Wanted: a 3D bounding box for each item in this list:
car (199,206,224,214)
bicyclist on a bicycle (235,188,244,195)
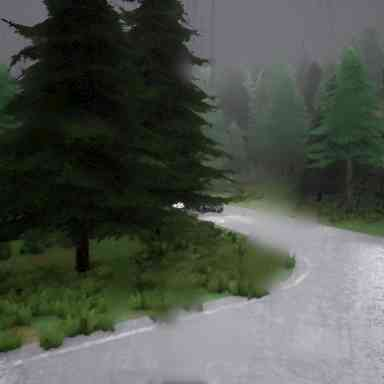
[{"bbox_3d":[0.934,0.905,28.116,1.837,1.490,4.892,0,4,-25],"label":"car"},{"bbox_3d":[5.040,0.203,34.975,1.656,1.620,0.582,-16,10,-24],"label":"bicyclist on a bicycle"}]
